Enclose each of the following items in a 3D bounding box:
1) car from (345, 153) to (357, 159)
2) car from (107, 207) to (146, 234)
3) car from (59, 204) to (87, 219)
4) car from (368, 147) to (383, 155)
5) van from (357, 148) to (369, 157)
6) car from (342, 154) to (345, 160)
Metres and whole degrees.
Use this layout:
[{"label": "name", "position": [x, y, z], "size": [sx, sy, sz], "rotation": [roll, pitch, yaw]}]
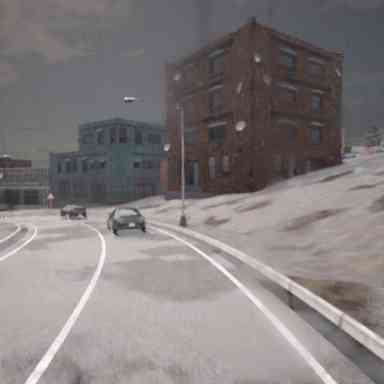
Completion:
[{"label": "car", "position": [30.342, -6.232, 60.962], "size": [2.002, 1.452, 4.674], "rotation": [0, 2, 7]}, {"label": "car", "position": [-4.026, 1.650, 20.129], "size": [1.812, 1.442, 4.674], "rotation": [-1, -1, -20]}, {"label": "car", "position": [-13.007, 2.121, 36.261], "size": [1.837, 1.490, 4.892], "rotation": [-2, -1, -37]}, {"label": "car", "position": [29.034, -5.940, 50.004], "size": [2.231, 1.521, 4.892], "rotation": [0, 2, 7]}, {"label": "van", "position": [29.672, -6.331, 55.354], "size": [1.878, 1.987, 4.442], "rotation": [0, 2, 7]}, {"label": "car", "position": [30.989, -6.679, 66.401], "size": [2.435, 2.045, 5.566], "rotation": [0, 2, 7]}]
